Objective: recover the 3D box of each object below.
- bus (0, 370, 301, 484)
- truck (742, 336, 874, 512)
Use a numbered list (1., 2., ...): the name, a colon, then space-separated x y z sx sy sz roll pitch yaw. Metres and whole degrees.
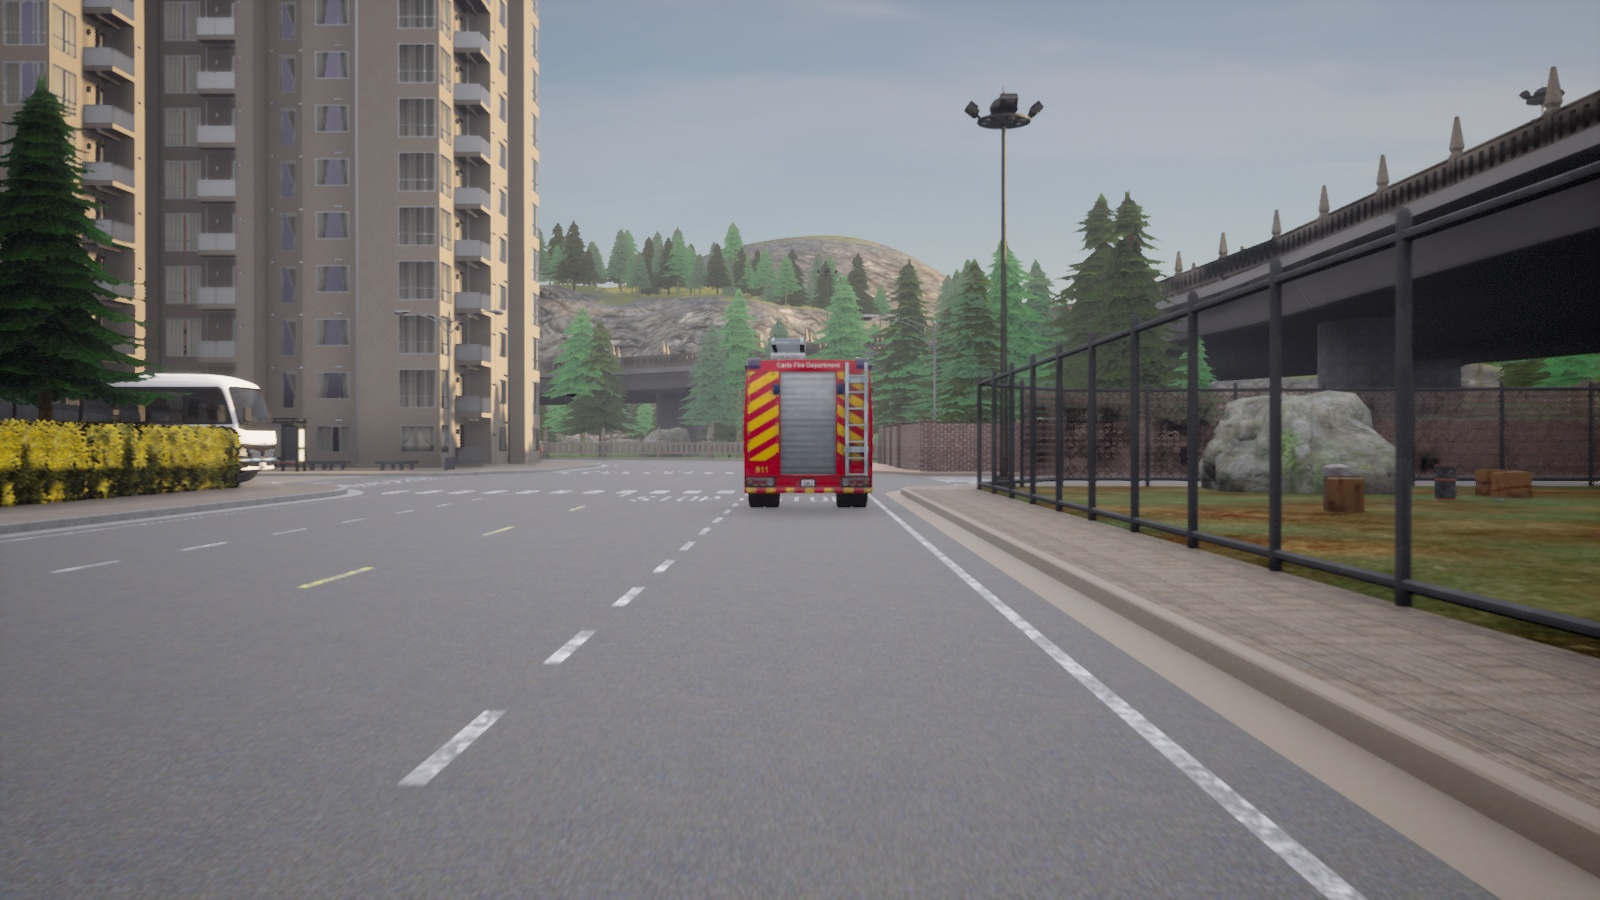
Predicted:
1. bus: -25.311 -0.870 48.774 10.273 4.253 3.944 0 0 0
2. truck: 0.196 -0.596 31.640 2.891 3.827 8.468 0 0 0
